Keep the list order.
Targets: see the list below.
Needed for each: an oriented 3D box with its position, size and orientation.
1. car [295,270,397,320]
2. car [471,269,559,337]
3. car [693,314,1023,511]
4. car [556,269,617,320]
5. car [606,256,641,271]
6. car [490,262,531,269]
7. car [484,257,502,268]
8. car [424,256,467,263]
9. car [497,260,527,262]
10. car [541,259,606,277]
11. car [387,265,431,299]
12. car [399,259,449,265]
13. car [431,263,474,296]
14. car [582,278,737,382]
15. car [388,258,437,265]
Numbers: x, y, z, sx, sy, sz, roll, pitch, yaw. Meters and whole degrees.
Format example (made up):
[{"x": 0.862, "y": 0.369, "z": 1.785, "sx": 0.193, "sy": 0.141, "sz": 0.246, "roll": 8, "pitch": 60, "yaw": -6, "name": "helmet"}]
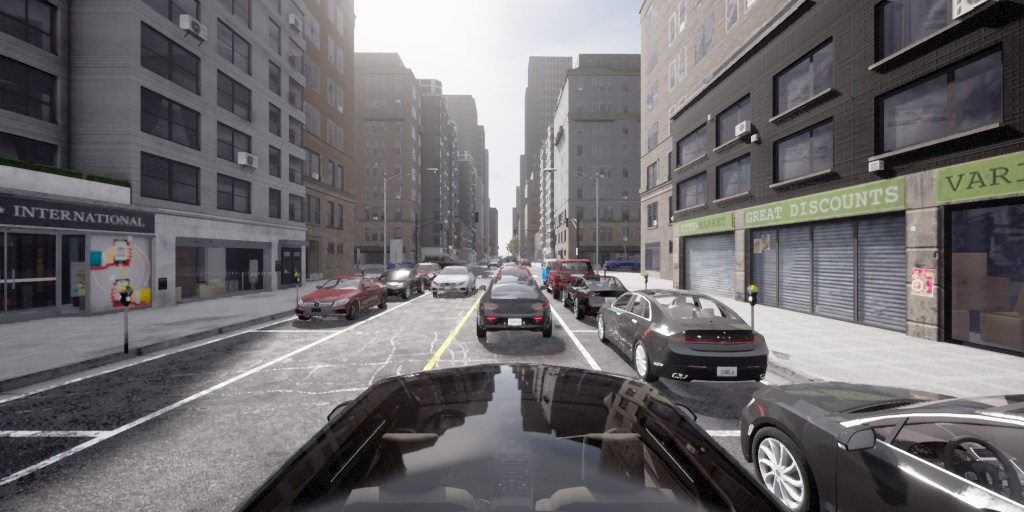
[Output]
[{"x": -5.664, "y": 1.332, "z": 12.466, "sx": 1.802, "sy": 1.307, "sz": 4.207, "roll": 0, "pitch": 0, "yaw": 0, "name": "car"}, {"x": 0.040, "y": 1.276, "z": 10.153, "sx": 1.812, "sy": 1.442, "sz": 4.674, "roll": 0, "pitch": 0, "yaw": -1, "name": "car"}, {"x": 2.859, "y": 1.300, "z": 1.425, "sx": 2.007, "sy": 1.370, "sz": 4.403, "roll": 0, "pitch": 0, "yaw": 0, "name": "car"}, {"x": 2.862, "y": 1.316, "z": 12.472, "sx": 1.948, "sy": 1.339, "sz": 4.313, "roll": 0, "pitch": 0, "yaw": 0, "name": "car"}, {"x": 14.843, "y": 0.960, "z": 47.050, "sx": 5.566, "sy": 2.045, "sz": 2.150, "roll": 0, "pitch": 0, "yaw": 2, "name": "car"}, {"x": 0.103, "y": 1.228, "z": 17.531, "sx": 1.882, "sy": 1.535, "sz": 5.008, "roll": 0, "pitch": 0, "yaw": 0, "name": "car"}, {"x": -3.221, "y": 1.317, "z": 62.041, "sx": 2.033, "sy": 1.411, "sz": 5.357, "roll": 0, "pitch": 0, "yaw": -1, "name": "car"}, {"x": -8.072, "y": 0.977, "z": 43.498, "sx": 5.566, "sy": 2.045, "sz": 2.150, "roll": 0, "pitch": 0, "yaw": -1, "name": "car"}, {"x": 0.071, "y": 1.255, "z": 27.703, "sx": 1.837, "sy": 1.490, "sz": 4.892, "roll": 0, "pitch": 0, "yaw": 2, "name": "car"}, {"x": 2.863, "y": 1.065, "z": 17.996, "sx": 2.192, "sy": 1.841, "sz": 5.009, "roll": 0, "pitch": 0, "yaw": 0, "name": "car"}, {"x": -5.663, "y": 1.315, "z": 17.991, "sx": 1.948, "sy": 1.339, "sz": 4.313, "roll": 0, "pitch": 0, "yaw": 0, "name": "car"}, {"x": -5.661, "y": 1.189, "z": 23.516, "sx": 1.967, "sy": 1.591, "sz": 4.097, "roll": 0, "pitch": 0, "yaw": 0, "name": "car"}, {"x": -3.064, "y": 1.275, "z": 19.476, "sx": 1.812, "sy": 1.442, "sz": 4.674, "roll": 0, "pitch": 0, "yaw": 0, "name": "car"}, {"x": 2.860, "y": 1.300, "z": 6.948, "sx": 2.007, "sy": 1.370, "sz": 4.403, "roll": 0, "pitch": 0, "yaw": 0, "name": "car"}, {"x": -11.415, "y": 1.232, "z": 40.236, "sx": 5.008, "sy": 1.535, "sz": 1.882, "roll": 0, "pitch": 0, "yaw": 0, "name": "car"}]
